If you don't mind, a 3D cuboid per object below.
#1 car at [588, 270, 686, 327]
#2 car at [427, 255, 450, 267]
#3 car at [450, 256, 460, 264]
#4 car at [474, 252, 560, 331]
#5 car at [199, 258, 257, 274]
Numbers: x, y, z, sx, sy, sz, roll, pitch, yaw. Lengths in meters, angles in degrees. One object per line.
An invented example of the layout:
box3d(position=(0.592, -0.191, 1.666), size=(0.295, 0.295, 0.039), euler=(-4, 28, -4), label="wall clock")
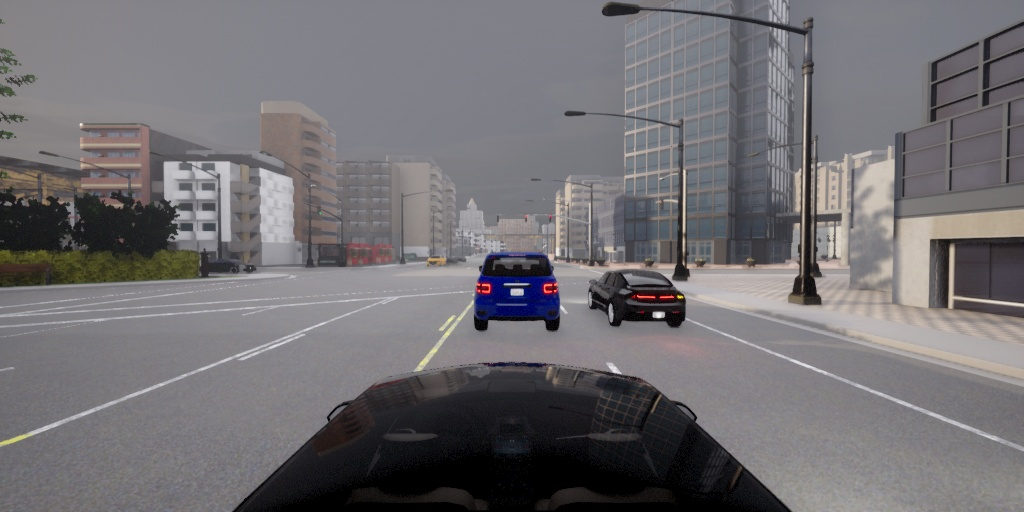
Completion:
box3d(position=(3.646, 1.166, 11.210), size=(1.837, 1.490, 4.892), euler=(0, 1, 1), label="car")
box3d(position=(-10.348, 0.630, 49.441), size=(1.882, 1.535, 5.008), euler=(0, 0, 1), label="car")
box3d(position=(-10.294, 0.701, 59.322), size=(1.895, 1.301, 4.718), euler=(0, 0, 1), label="car")
box3d(position=(0.134, 0.885, 10.846), size=(2.150, 2.045, 5.566), euler=(0, 1, 0), label="car")
box3d(position=(-25.497, 0.906, 32.246), size=(4.181, 1.385, 1.994), euler=(0, 1, 1), label="car")
